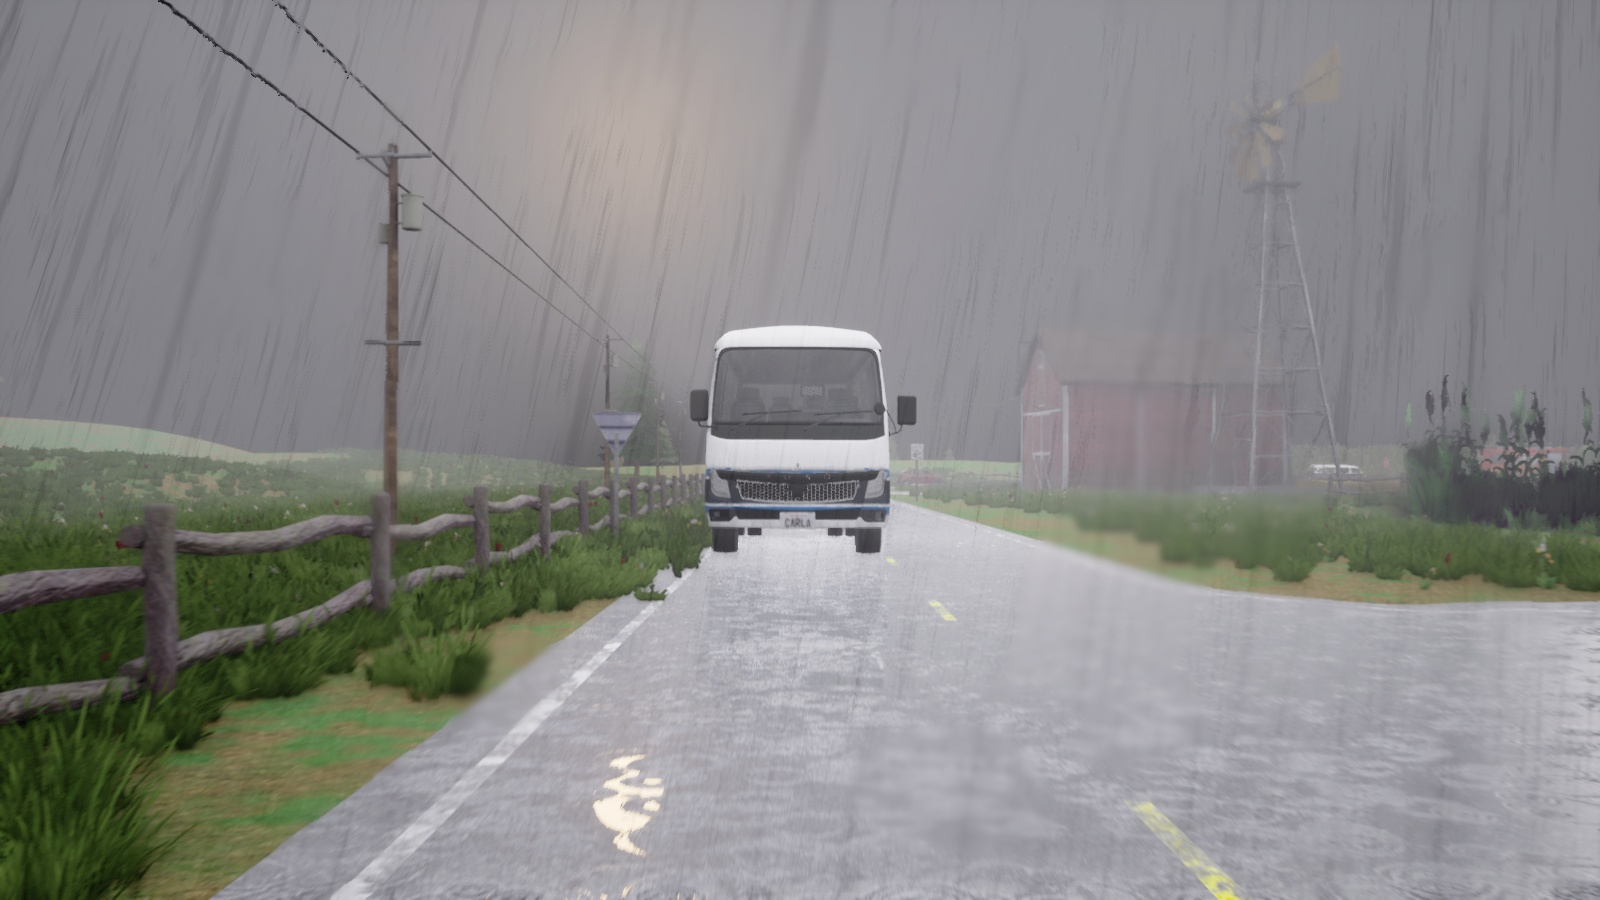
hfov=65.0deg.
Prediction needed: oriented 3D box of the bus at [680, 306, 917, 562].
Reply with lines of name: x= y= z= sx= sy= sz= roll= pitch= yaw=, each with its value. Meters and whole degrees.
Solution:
bus: x=-0.080 y=-0.198 z=26.085 sx=3.944 sy=4.253 sz=10.273 roll=0 pitch=-1 yaw=-1
